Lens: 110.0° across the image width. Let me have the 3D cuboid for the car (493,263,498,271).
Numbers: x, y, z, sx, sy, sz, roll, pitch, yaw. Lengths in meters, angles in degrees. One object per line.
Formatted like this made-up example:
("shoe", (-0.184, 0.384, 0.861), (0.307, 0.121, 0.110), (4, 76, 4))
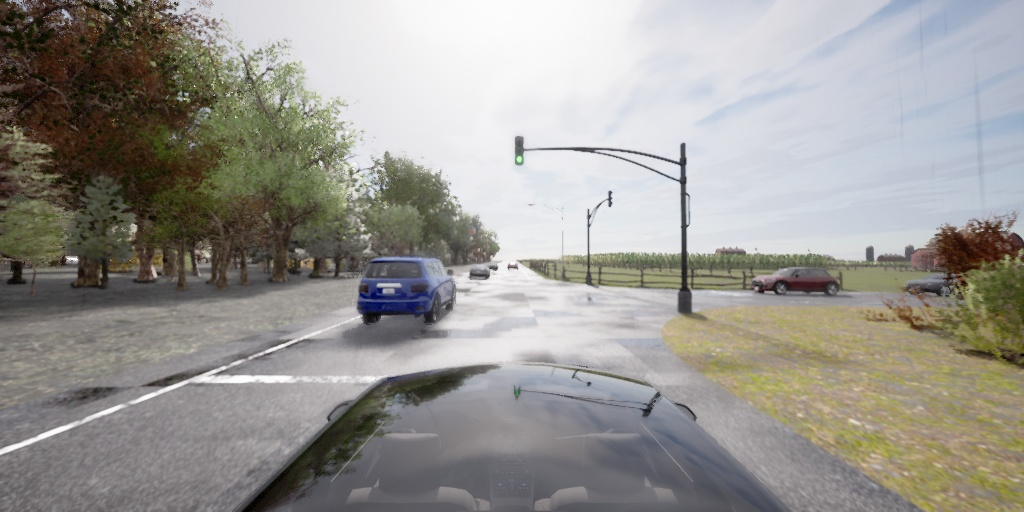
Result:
("car", (-3.359, 1.853, 61.965), (1.895, 1.301, 4.718), (0, 0, 0))

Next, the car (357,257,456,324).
("car", (-3.392, 1.067, 12.548), (2.150, 2.045, 5.566), (0, 0, 0))

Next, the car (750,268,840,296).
("car", (17.751, 1.526, 22.706), (4.553, 1.767, 2.097), (1, -1, 1))

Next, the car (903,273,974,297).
("car", (27.707, 1.787, 22.615), (4.892, 1.490, 1.837), (1, -1, 1))

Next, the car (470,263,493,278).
("car", (-3.373, 1.622, 38.292), (1.994, 1.385, 4.181), (0, 0, 0))
